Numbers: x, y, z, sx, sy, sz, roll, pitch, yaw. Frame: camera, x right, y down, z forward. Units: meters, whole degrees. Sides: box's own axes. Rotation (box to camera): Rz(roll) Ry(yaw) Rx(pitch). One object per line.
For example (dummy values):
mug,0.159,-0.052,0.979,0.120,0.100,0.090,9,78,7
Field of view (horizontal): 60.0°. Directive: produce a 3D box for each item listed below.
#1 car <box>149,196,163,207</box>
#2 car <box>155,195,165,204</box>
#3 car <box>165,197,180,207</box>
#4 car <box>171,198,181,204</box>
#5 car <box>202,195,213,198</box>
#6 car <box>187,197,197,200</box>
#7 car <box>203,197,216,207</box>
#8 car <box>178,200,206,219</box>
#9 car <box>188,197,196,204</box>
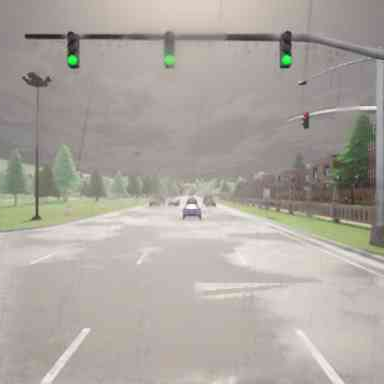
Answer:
car,-6.998,2.012,62.672,1.812,1.442,4.674,0,0,0
car,-6.997,1.621,72.709,2.150,2.045,5.566,0,0,0
car,-3.498,2.050,62.672,1.994,1.385,4.181,0,0,0
car,-3.497,1.935,72.677,2.033,1.411,5.357,0,0,0
car,3.503,1.621,72.709,2.150,2.045,5.566,0,0,0
car,0.002,1.837,62.644,2.097,1.767,4.553,0,0,0
car,3.502,2.087,62.702,1.895,1.301,4.718,0,0,0
car,0.001,1.793,31.643,2.033,1.411,5.357,0,0,0
car,0.003,1.895,72.677,1.837,1.490,4.892,0,0,0
